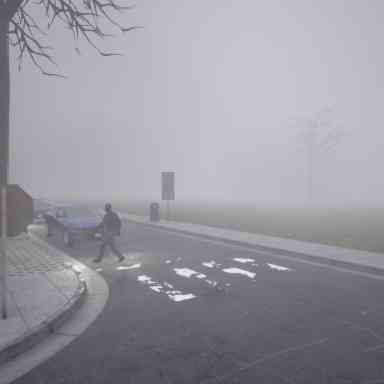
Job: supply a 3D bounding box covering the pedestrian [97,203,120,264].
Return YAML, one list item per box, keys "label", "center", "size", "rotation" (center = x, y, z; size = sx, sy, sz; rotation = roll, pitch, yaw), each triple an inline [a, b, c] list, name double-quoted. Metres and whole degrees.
- label: "pedestrian"
  center: [-2.429, 1.177, 9.689]
  size: [0.375, 1.860, 0.375]
  rotation: [1, 0, -36]

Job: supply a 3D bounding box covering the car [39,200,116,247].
- label: "car"
  center: [-4.919, 1.278, 14.316]
  size: [1.882, 1.535, 5.008]
  rotation: [0, 1, -36]

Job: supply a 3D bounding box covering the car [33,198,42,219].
- label: "car"
  center: [-10.737, 1.172, 22.410]
  size: [1.812, 1.442, 4.674]
  rotation: [0, 1, -36]
